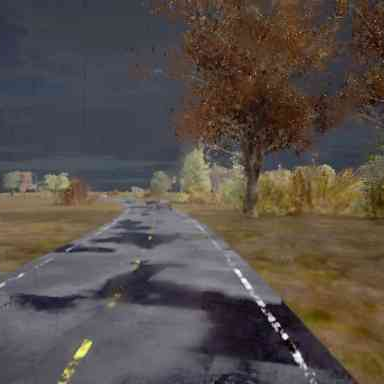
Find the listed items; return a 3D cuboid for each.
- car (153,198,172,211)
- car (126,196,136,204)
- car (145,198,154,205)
[{"bbox_3d":[-3.696,1.648,43.219,1.812,1.442,4.674,0,0,-10],"label":"car"},{"bbox_3d":[-12.962,1.727,70.491,1.837,1.490,4.892,0,0,-16],"label":"car"},{"bbox_3d":[-7.918,1.793,63.440,1.895,1.301,4.718,0,0,-14],"label":"car"}]
